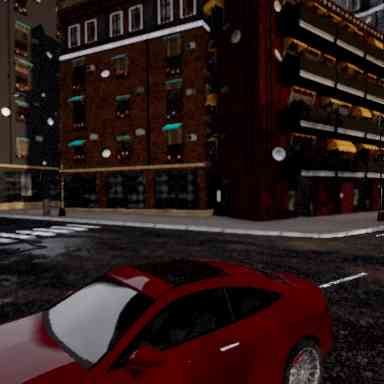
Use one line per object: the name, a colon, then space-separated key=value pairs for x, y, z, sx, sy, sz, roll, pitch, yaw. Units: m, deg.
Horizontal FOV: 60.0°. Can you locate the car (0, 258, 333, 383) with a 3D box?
car: x=-0.395 y=1.517 z=3.431 sx=4.674 sy=1.442 sz=1.812 roll=0 pitch=0 yaw=-36
